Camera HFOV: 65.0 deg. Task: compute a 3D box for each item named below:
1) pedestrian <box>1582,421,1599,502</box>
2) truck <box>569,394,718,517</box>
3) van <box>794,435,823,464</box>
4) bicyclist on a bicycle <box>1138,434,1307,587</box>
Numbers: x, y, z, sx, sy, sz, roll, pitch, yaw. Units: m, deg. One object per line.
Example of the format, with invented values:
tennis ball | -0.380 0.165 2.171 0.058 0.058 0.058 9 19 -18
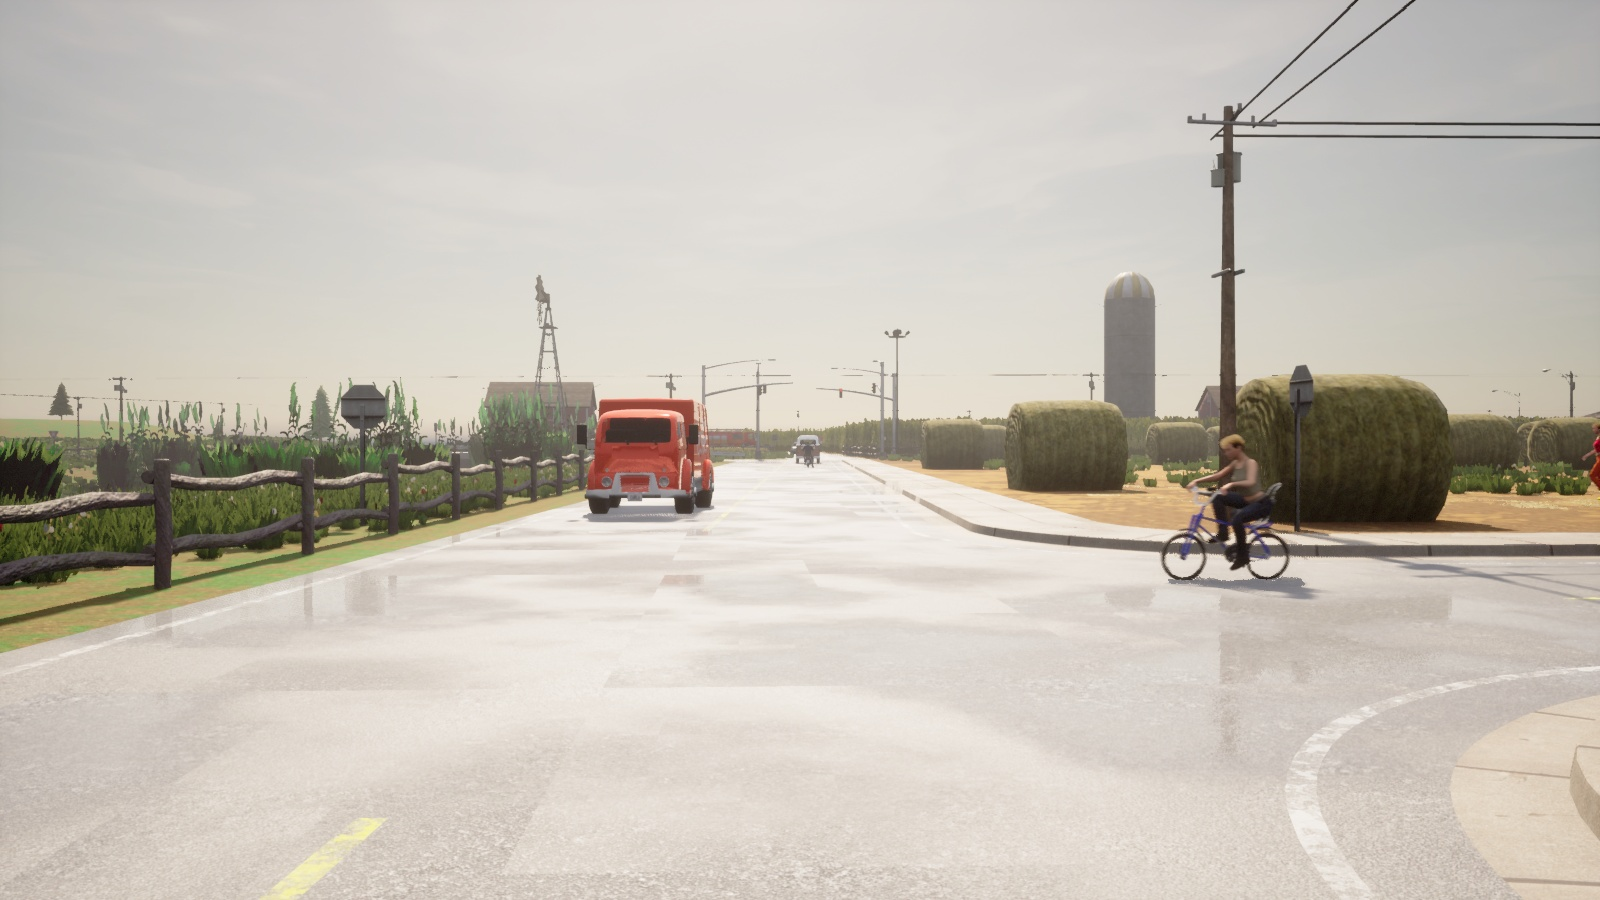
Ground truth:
pedestrian | 18.227 0.260 28.661 0.594 1.836 0.345 0 0 23
truck | -3.311 0.100 27.866 2.627 2.467 5.204 0 0 0
van | 0.589 -0.048 91.887 2.069 2.038 4.480 0 0 0
bicyclist on a bicycle | 4.624 0.640 13.810 1.509 1.612 0.866 0 1 -7
